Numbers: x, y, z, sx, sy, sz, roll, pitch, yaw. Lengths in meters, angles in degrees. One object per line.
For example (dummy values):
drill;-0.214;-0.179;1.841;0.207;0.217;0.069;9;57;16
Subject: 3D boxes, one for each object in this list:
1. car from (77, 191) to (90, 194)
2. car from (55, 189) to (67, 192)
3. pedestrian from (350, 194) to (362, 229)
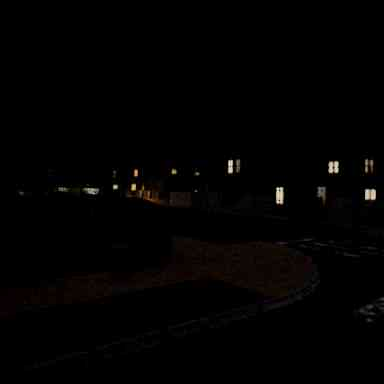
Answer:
car;-14.980;0.590;45.604;1.994;1.385;4.181;1;1;-35
car;-22.065;0.253;55.520;2.128;1.511;4.902;1;1;-36
pedestrian;8.642;1.018;17.590;0.375;1.860;0.375;3;-2;-36
